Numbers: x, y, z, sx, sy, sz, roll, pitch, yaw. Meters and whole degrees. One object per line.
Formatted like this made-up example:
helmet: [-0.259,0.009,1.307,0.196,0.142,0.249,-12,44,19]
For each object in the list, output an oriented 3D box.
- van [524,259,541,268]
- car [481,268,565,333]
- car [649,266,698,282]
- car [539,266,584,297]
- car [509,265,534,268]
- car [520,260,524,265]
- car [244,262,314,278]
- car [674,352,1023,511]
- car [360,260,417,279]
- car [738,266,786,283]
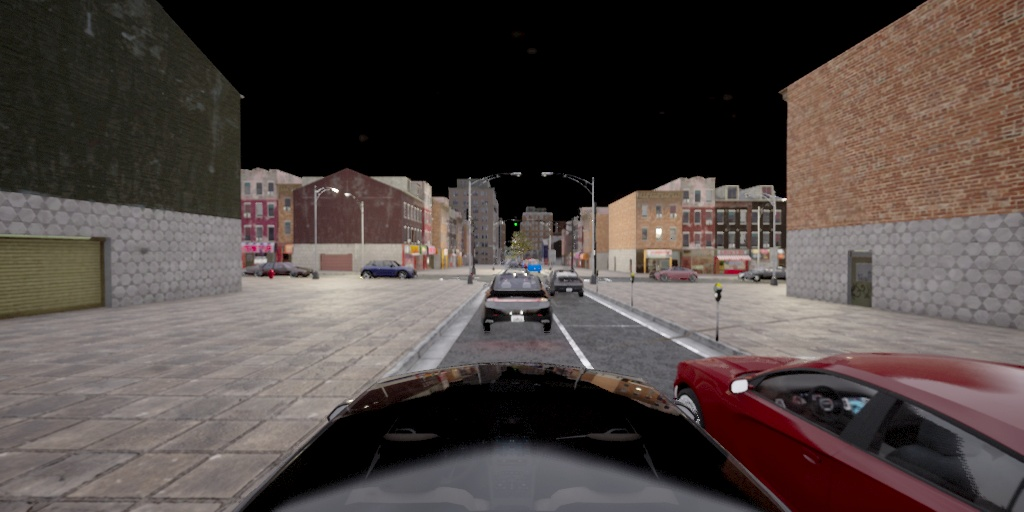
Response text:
van: [2.837,1.374,46.045,1.690,1.789,3.998,0,0,0]
car: [0.140,1.279,10.946,2.128,1.511,4.902,0,0,0]
car: [15.268,1.673,33.993,4.181,1.385,1.994,1,1,0]
car: [2.713,1.380,19.090,2.007,1.370,4.403,0,0,0]
car: [0.300,1.458,23.652,1.895,1.301,4.718,0,0,2]
car: [2.886,1.451,56.625,2.192,1.841,5.009,0,0,0]
car: [-20.179,1.213,31.257,5.357,1.411,2.033,1,1,0]
car: [2.636,1.297,2.215,1.888,1.381,4.507,0,0,0]
car: [-10.627,1.147,31.206,4.553,1.767,2.097,1,1,0]
car: [24.105,1.717,33.932,4.902,1.511,2.128,1,1,0]
